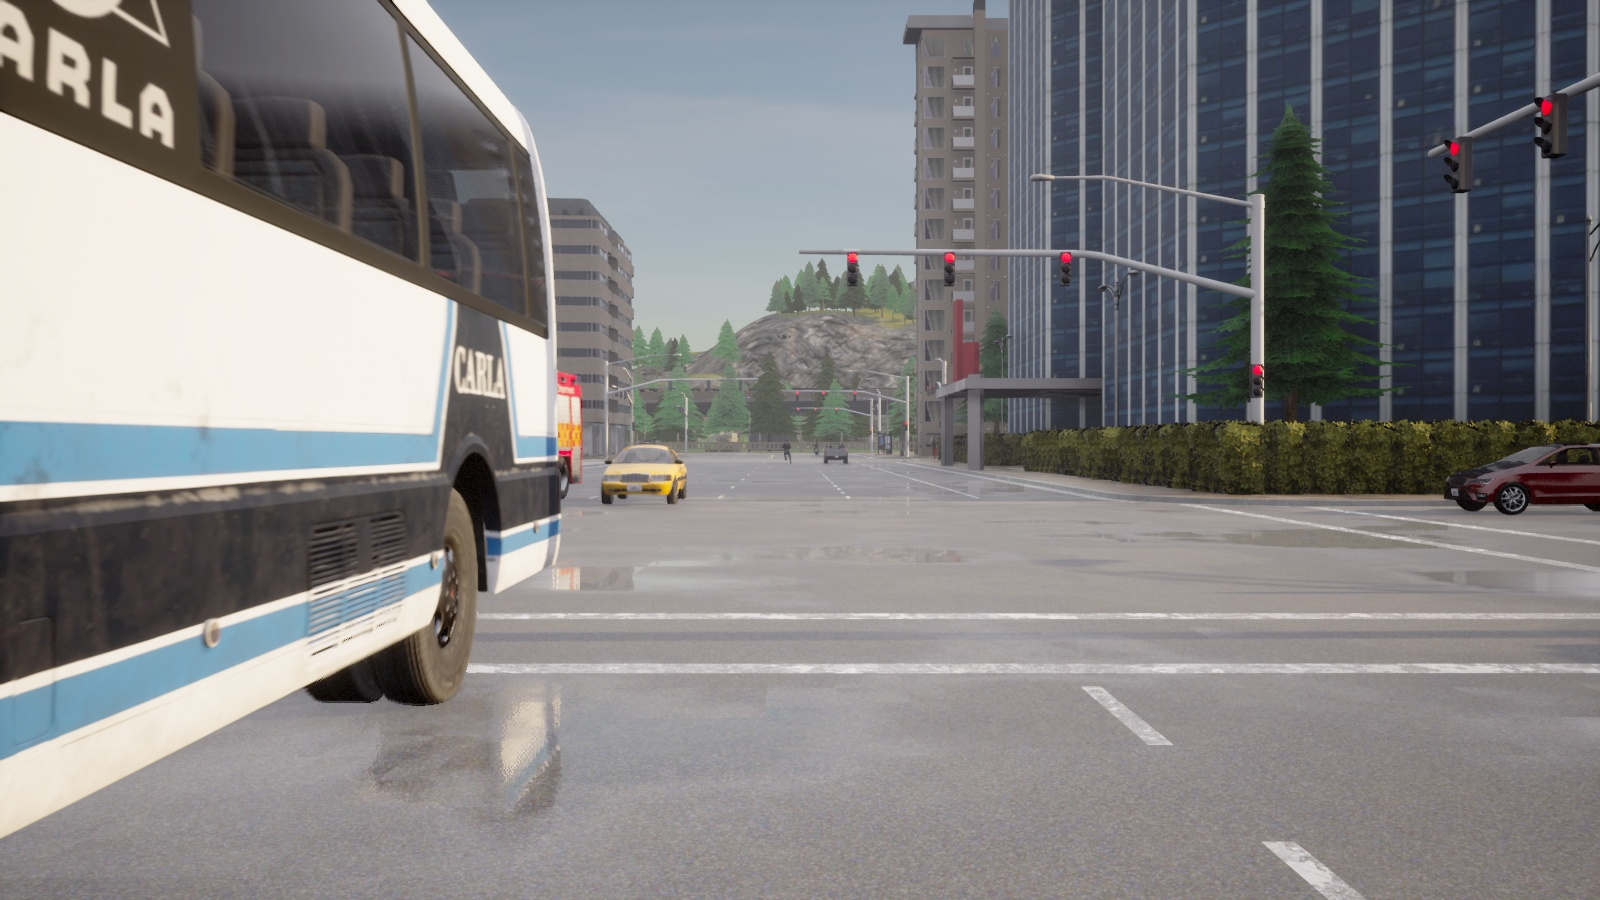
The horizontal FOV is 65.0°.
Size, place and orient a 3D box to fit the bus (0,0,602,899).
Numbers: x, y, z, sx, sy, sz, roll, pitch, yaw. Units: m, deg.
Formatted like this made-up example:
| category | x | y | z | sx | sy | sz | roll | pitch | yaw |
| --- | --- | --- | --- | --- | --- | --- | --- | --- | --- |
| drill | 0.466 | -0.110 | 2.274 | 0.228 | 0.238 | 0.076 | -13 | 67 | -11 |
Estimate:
| category | x | y | z | sx | sy | sz | roll | pitch | yaw |
| --- | --- | --- | --- | --- | --- | --- | --- | --- | --- |
| bus | -3.468 | -0.658 | 4.527 | 3.944 | 4.253 | 10.273 | 0 | 0 | 0 |

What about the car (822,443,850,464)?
| category | x | y | z | sx | sy | sz | roll | pitch | yaw |
| --- | --- | --- | --- | --- | --- | --- | --- | --- | --- |
| car | 2.553 | 0.252 | 90.334 | 1.845 | 1.501 | 3.633 | 0 | 0 | -1 |

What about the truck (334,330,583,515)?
| category | x | y | z | sx | sy | sz | roll | pitch | yaw |
| --- | --- | --- | --- | --- | --- | --- | --- | --- | --- |
| truck | -7.856 | -0.596 | 30.334 | 2.891 | 3.827 | 8.468 | 0 | 0 | 6 |

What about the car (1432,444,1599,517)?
| category | x | y | z | sx | sy | sz | roll | pitch | yaw |
| --- | --- | --- | --- | --- | --- | --- | --- | --- | --- |
| car | 15.923 | 0.623 | 26.546 | 4.193 | 1.474 | 1.816 | 0 | 0 | 0 |

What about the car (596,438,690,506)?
| category | x | y | z | sx | sy | sz | roll | pitch | yaw |
| --- | --- | --- | --- | --- | --- | --- | --- | --- | --- |
| car | -3.893 | 0.502 | 31.951 | 1.801 | 1.575 | 5.366 | 0 | 0 | -1 |
